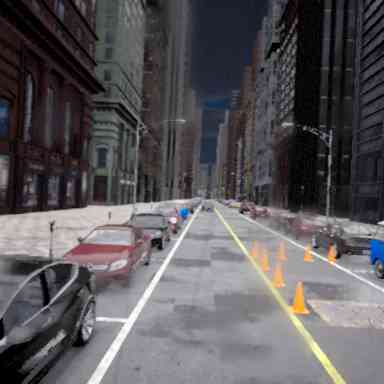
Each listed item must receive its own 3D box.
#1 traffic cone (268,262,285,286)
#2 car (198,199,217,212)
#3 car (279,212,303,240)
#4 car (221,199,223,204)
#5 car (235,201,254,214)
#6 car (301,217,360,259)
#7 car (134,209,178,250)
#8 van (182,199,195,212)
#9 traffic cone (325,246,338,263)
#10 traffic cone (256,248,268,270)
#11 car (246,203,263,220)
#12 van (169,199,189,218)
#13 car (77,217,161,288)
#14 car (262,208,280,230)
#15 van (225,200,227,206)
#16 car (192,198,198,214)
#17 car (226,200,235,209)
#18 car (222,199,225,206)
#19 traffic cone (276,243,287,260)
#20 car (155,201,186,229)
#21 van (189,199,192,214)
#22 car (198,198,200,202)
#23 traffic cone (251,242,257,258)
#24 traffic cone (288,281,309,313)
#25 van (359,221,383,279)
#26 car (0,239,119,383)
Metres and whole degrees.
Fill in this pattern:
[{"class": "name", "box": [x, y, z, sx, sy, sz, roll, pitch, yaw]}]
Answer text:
[{"class": "traffic cone", "box": [2.291, 2.169, 8.847, 0.340, 0.580, 0.340, 3, -1, 2]}, {"class": "car", "box": [2.319, 2.216, 50.081, 1.837, 1.490, 4.892, 3, -1, 2]}, {"class": "car", "box": [6.820, 2.148, 20.192, 1.802, 1.307, 4.206, 3, -1, 2]}, {"class": "car", "box": [9.900, 3.163, 93.561, 1.752, 1.417, 4.829, 3, -1, 2]}, {"class": "car", "box": [8.014, 2.281, 48.348, 2.192, 1.841, 5.009, 3, -1, 2]}, {"class": "car", "box": [6.585, 2.039, 14.561, 2.008, 1.369, 4.403, 3, -1, 2]}, {"class": "car", "box": [-1.924, 1.646, 14.908, 1.947, 1.339, 4.313, 3, -1, 2]}, {"class": "van", "box": [-0.496, 1.899, 48.695, 1.690, 1.788, 3.998, 3, -1, 2]}, {"class": "traffic cone", "box": [5.314, 2.360, 12.665, 0.340, 0.580, 0.340, 3, -1, -11]}, {"class": "traffic cone", "box": [2.375, 2.196, 10.845, 0.340, 0.580, 0.340, 3, -1, 2]}, {"class": "car", "box": [7.531, 2.349, 37.084, 1.887, 1.381, 4.507, 3, -1, 2]}, {"class": "van", "box": [-1.441, 1.578, 26.172, 1.690, 1.788, 3.998, 3, -1, 2]}, {"class": "car", "box": [-2.161, 1.585, 9.276, 1.802, 1.307, 4.206, 3, -1, 2]}, {"class": "car", "box": [7.058, 2.196, 25.823, 2.008, 1.369, 4.403, 3, -1, 2]}, {"class": "van", "box": [9.193, 2.723, 76.501, 1.690, 1.788, 3.998, 3, -1, 2]}, {"class": "car", "box": [-0.731, 1.792, 43.065, 2.192, 1.841, 5.009, 3, -1, 2]}, {"class": "car", "box": [8.956, 2.825, 71.038, 1.752, 1.417, 4.829, 3, -1, 2]}, {"class": "car", "box": [9.661, 2.991, 87.762, 1.967, 1.590, 4.097, 3, -1, 2]}, {"class": "traffic cone", "box": [3.457, 2.272, 12.800, 0.340, 0.580, 0.340, 3, -1, 2]}, {"class": "car", "box": [-1.682, 1.598, 20.540, 1.967, 1.590, 4.097, 3, -1, 2]}, {"class": "van", "box": [-1.204, 1.658, 31.803, 1.690, 1.788, 3.998, 3, -1, 2]}, {"class": "car", "box": [0.204, 2.350, 65.587, 1.887, 1.381, 4.507, 3, -1, 2]}, {"class": "traffic cone", "box": [2.459, 2.224, 12.843, 0.340, 0.580, 0.340, 3, -1, 2]}, {"class": "traffic cone", "box": [2.207, 2.142, 6.849, 0.340, 0.580, 0.340, 3, -1, 2]}, {"class": "van", "box": [6.358, 1.752, 8.933, 1.690, 1.788, 3.998, 3, -1, 2]}, {"class": "car", "box": [-2.397, 1.492, 3.645, 1.947, 1.339, 4.313, 3, -1, 2]}]
